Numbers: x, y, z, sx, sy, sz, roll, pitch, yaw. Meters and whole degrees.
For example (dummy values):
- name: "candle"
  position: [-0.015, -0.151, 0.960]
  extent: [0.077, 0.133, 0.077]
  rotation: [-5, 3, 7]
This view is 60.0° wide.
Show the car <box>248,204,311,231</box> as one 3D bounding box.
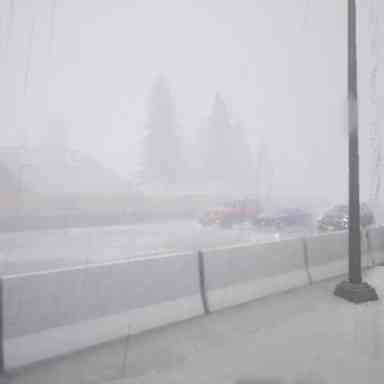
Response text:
- name: "car"
  position: [6.342, 1.725, 22.693]
  extent: [5.008, 1.535, 1.882]
  rotation: [0, -1, -42]

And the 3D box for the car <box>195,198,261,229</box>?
- name: "car"
  position: [3.017, 1.513, 24.385]
  extent: [5.566, 2.045, 2.150]
  rotation: [0, -1, -42]

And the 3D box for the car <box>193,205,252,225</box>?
- name: "car"
  position: [2.759, 1.898, 28.849]
  extent: [5.357, 1.411, 2.033]
  rotation: [0, -1, -43]

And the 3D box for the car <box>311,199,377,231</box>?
- name: "car"
  position: [9.802, 1.554, 21.113]
  extent: [4.553, 1.767, 2.097]
  rotation: [0, -1, -43]

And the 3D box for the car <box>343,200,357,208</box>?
- name: "car"
  position: [29.140, 2.131, 61.167]
  extent: [1.895, 1.301, 4.718]
  rotation: [-1, -1, 31]
